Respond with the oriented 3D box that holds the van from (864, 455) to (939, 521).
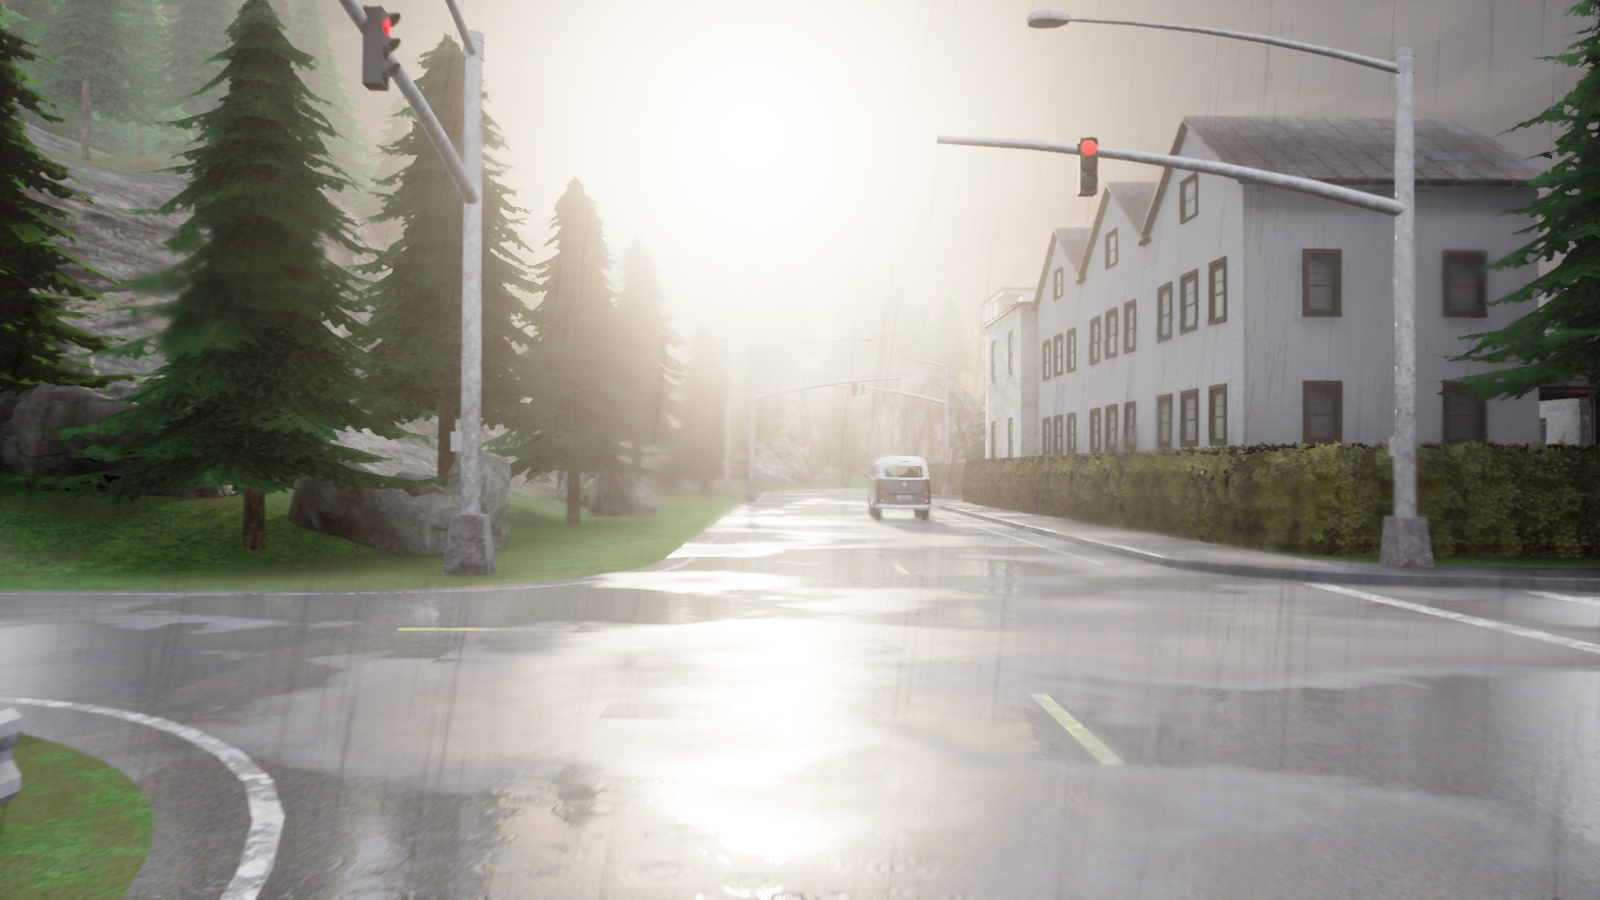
[{"bbox_3d":[3.252,1.216,41.267,2.069,2.038,4.480,0,-1,0],"label":"van"}]
